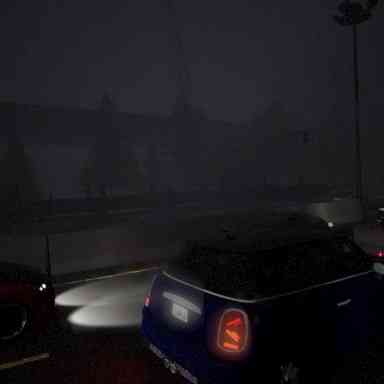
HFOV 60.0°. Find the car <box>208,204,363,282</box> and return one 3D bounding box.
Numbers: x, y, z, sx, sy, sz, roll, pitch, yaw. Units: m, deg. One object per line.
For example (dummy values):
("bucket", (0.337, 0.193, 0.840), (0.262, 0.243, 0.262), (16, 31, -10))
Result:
("car", (3.069, 1.321, 10.303), (5.008, 1.535, 1.882), (-3, 1, -36))

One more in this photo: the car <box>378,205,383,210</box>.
("car", (10.690, 0.864, 15.825), (4.902, 1.511, 2.128), (-4, 2, -36))

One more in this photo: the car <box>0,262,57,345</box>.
("car", (-4.303, 1.565, 4.983), (4.181, 1.385, 1.994), (0, 0, -35))

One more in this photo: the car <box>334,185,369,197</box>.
("car", (18.806, -0.123, 39.253), (4.718, 1.301, 1.895), (-4, 2, -36))

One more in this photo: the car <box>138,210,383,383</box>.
("car", (1.592, 1.313, 4.915), (4.553, 1.767, 2.097), (-1, 1, -36))
